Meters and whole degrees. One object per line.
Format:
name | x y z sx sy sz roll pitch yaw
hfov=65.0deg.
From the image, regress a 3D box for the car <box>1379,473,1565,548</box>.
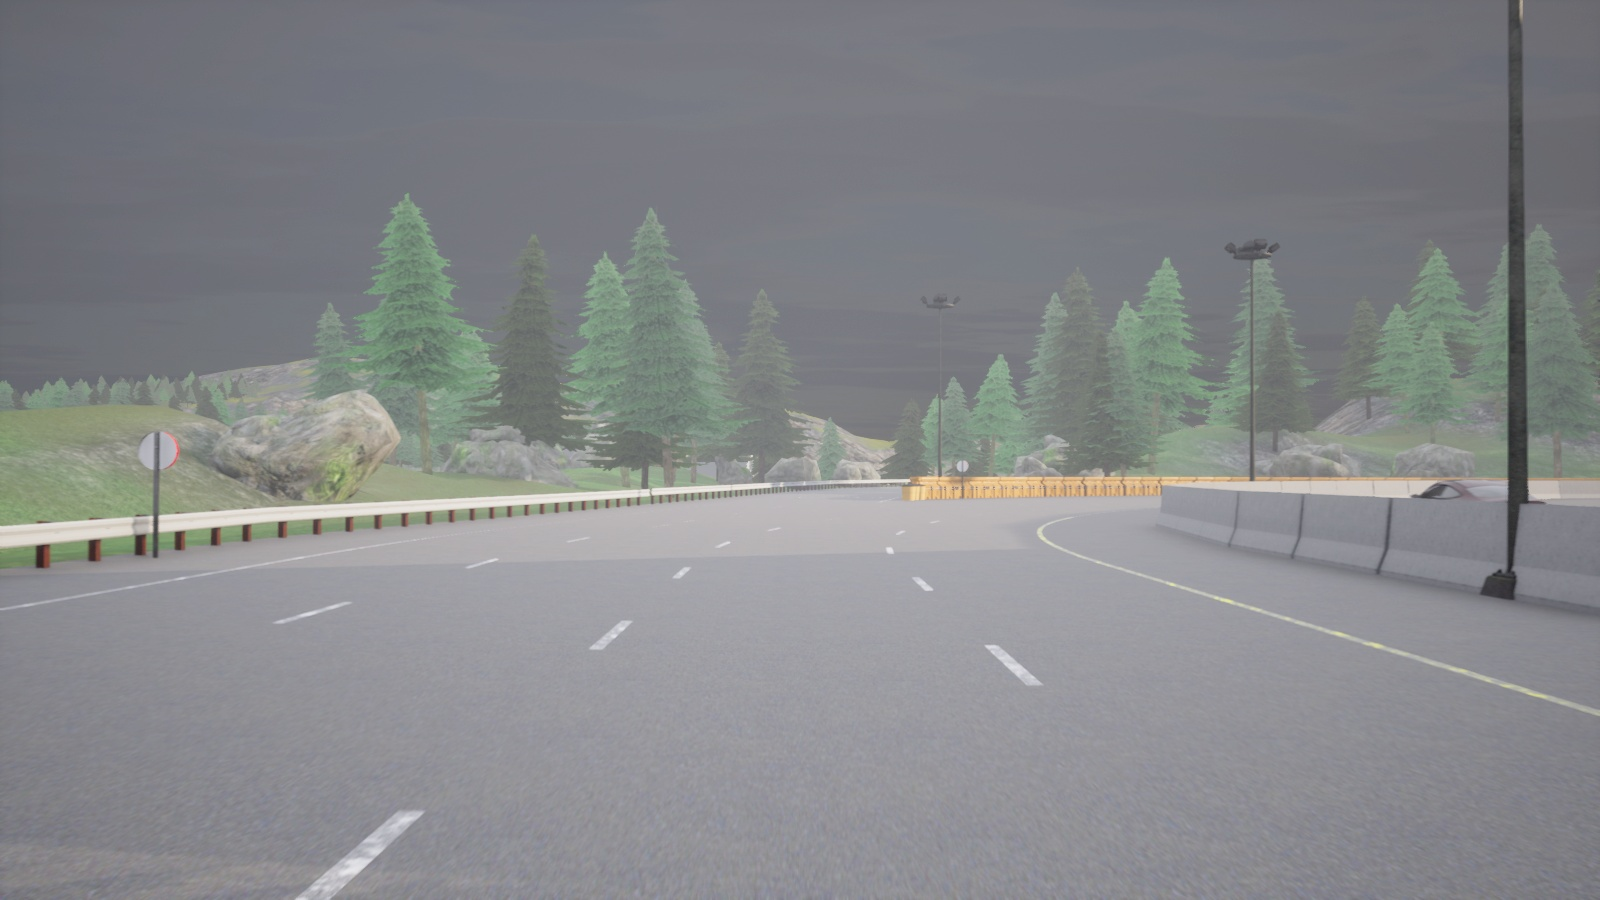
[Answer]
car | 14.239 1.235 26.954 1.812 1.442 4.674 0 -1 5
